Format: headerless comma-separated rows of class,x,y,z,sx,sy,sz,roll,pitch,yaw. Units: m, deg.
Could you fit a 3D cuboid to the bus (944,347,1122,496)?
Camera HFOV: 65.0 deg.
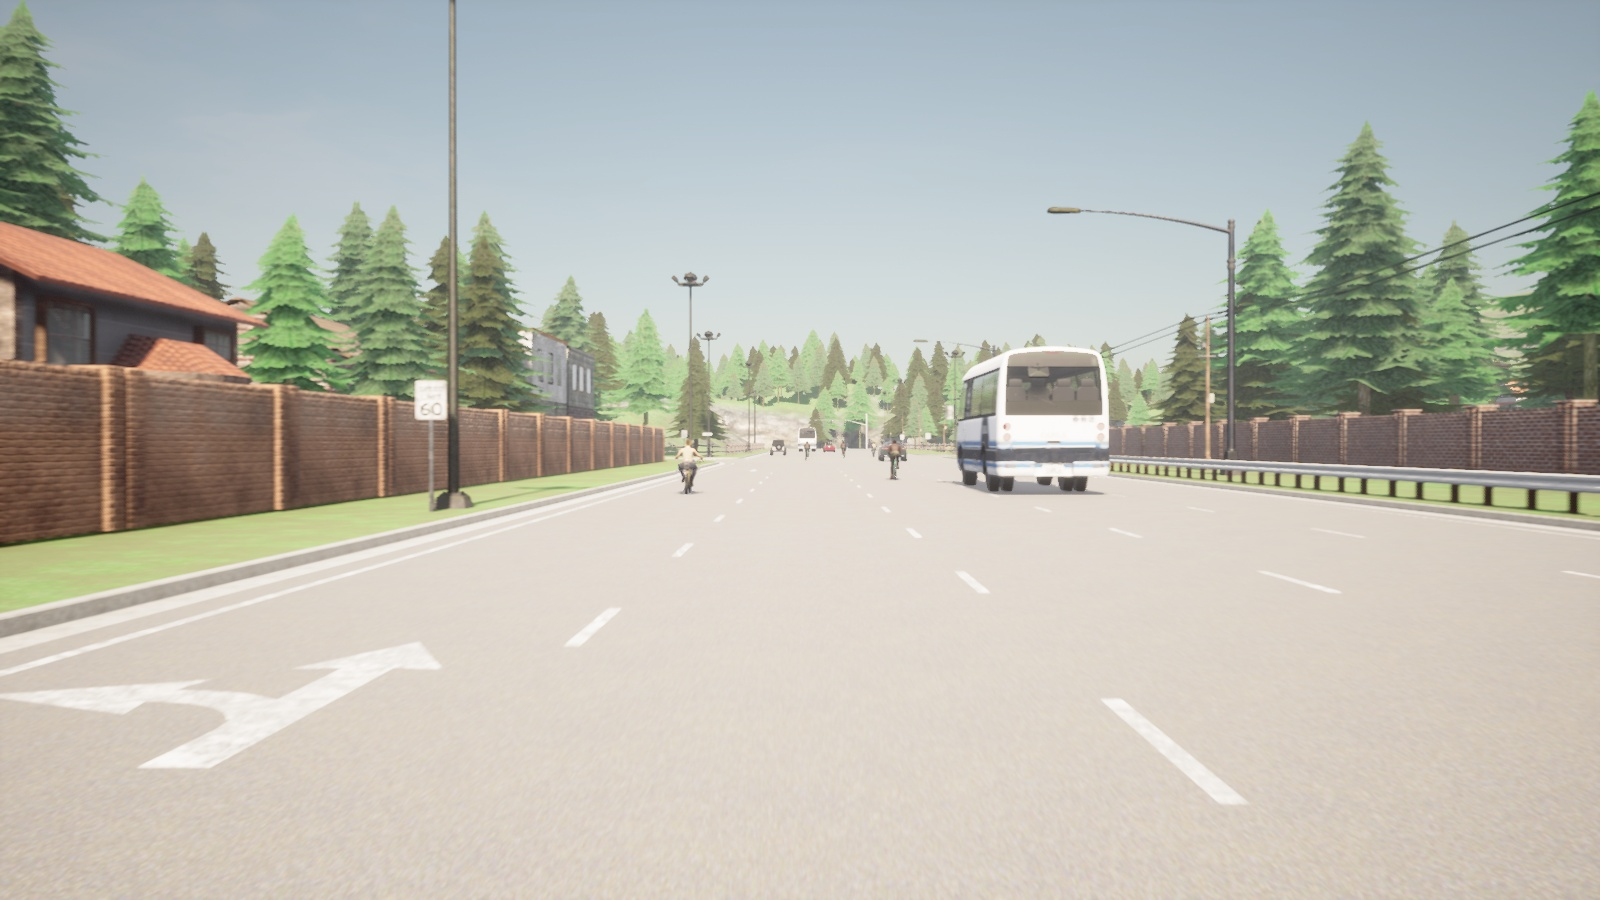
bus,7.249,-0.852,40.960,3.944,4.253,10.273,0,0,0

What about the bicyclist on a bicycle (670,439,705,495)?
bicyclist on a bicycle,-3.272,0.476,36.635,0.866,1.612,1.509,0,0,0
